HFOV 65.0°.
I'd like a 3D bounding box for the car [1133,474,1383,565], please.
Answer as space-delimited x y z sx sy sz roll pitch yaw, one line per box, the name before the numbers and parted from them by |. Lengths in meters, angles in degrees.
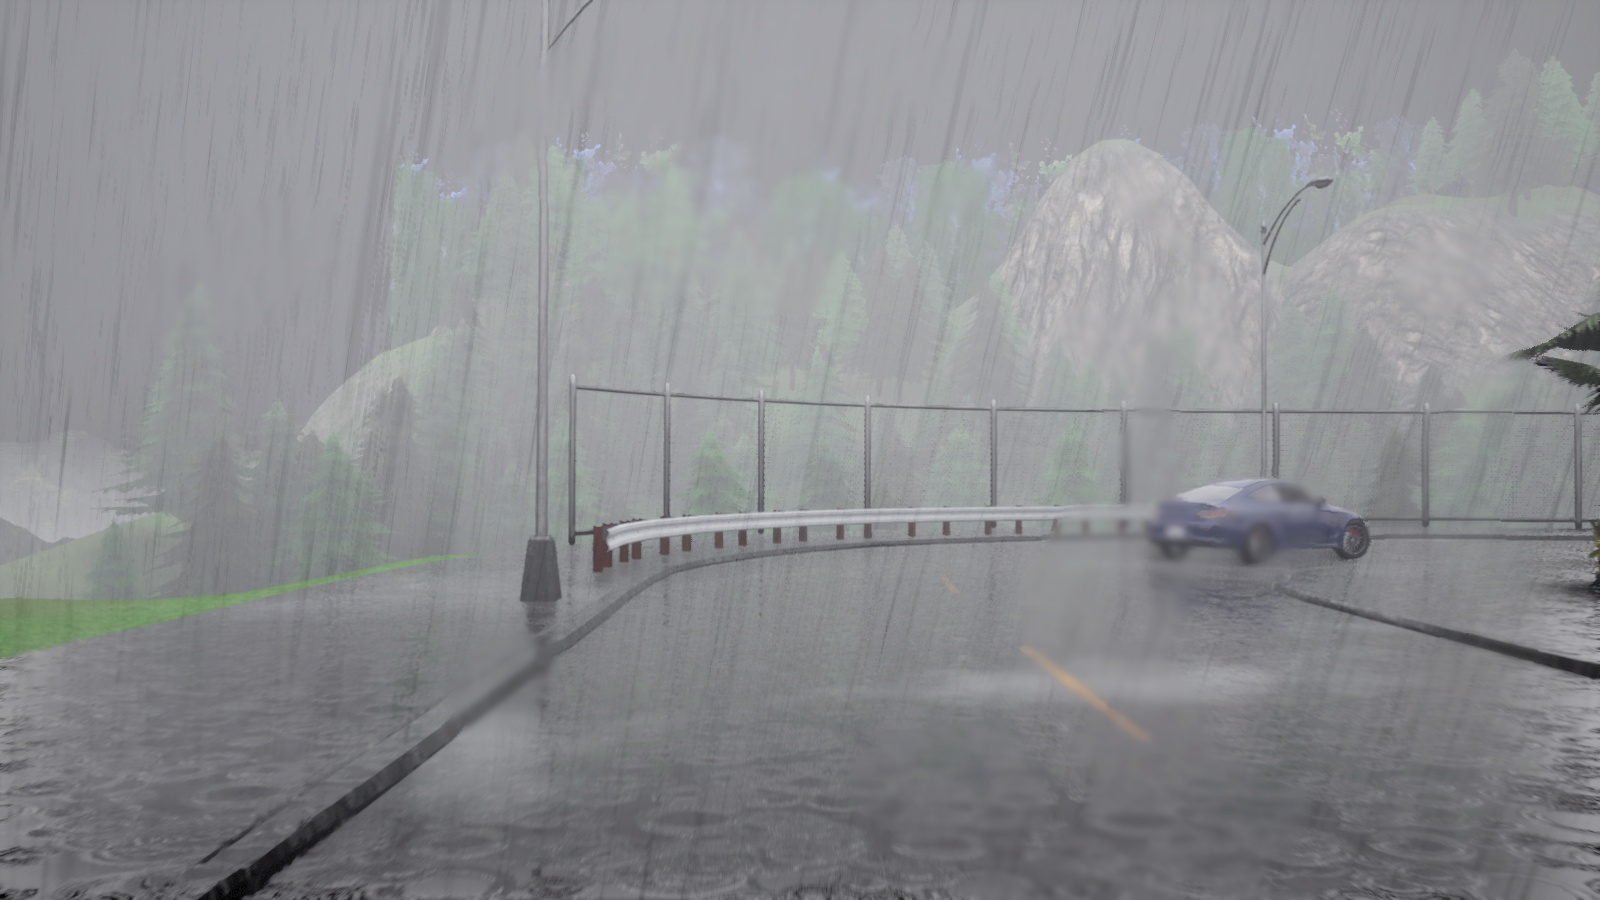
car | 8.193 1.165 22.301 4.674 1.442 1.812 0 -1 -35
